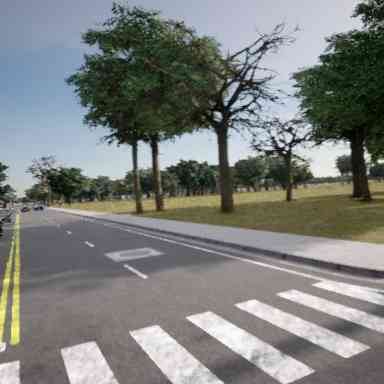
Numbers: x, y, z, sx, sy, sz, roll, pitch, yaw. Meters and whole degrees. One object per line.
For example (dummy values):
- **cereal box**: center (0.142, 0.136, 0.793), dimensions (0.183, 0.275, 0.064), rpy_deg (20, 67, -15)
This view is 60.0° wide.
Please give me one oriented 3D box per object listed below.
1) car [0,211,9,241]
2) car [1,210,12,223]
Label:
- **car**: center (-13.248, 2.329, 21.325), dimensions (2.128, 1.511, 4.902), rpy_deg (-4, 0, -27)
- **car**: center (-22.841, 2.965, 40.031), dimensions (2.128, 1.511, 4.902), rpy_deg (-4, 0, -27)
